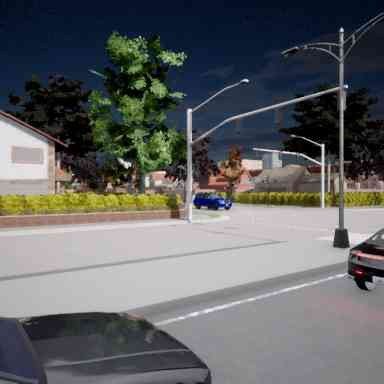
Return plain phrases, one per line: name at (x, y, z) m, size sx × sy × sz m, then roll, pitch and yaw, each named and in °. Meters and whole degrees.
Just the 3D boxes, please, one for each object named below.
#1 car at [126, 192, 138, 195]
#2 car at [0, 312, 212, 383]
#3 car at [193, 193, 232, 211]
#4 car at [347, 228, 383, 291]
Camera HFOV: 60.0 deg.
car at (-9.737, 1.075, 57.253) m, size 2.150 × 2.045 × 5.566 m, roll 0°, pitch 0°, yaw -36°
car at (-2.361, 1.543, 2.060) m, size 5.357 × 1.411 × 2.033 m, roll 0°, pitch 0°, yaw -36°
car at (2.413, 1.120, 40.394) m, size 2.150 × 2.045 × 5.566 m, roll 0°, pitch 0°, yaw -36°
car at (5.573, 1.474, 7.720) m, size 4.902 × 1.511 × 2.128 m, roll 0°, pitch 0°, yaw -35°
